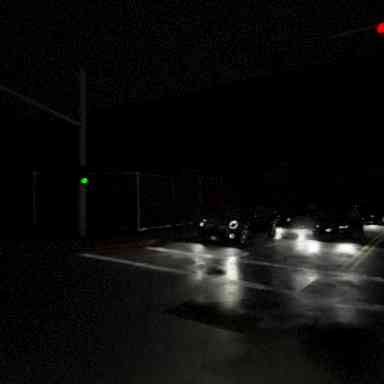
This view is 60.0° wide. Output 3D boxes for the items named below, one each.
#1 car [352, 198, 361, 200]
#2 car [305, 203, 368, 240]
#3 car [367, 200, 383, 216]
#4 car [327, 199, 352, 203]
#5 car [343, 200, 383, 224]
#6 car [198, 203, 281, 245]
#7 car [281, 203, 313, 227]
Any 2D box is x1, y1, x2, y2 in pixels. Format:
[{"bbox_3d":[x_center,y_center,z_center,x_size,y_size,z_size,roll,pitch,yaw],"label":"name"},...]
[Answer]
[{"bbox_3d":[19.383,1.556,39.900,1.837,1.490,4.892,0,0,36],"label":"car"},{"bbox_3d":[7.777,1.543,17.579,1.837,1.490,4.892,0,0,35],"label":"car"},{"bbox_3d":[19.406,1.599,33.916,2.033,1.411,5.357,0,0,36],"label":"car"},{"bbox_3d":[13.392,1.609,31.515,1.994,1.385,4.181,0,0,35],"label":"car"},{"bbox_3d":[13.421,1.592,25.524,2.033,1.411,5.357,0,0,35],"label":"car"},{"bbox_3d":[2.262,1.385,15.981,2.097,1.767,4.553,0,0,37],"label":"car"},{"bbox_3d":[7.610,1.543,23.386,1.837,1.490,4.892,0,0,36],"label":"car"}]
